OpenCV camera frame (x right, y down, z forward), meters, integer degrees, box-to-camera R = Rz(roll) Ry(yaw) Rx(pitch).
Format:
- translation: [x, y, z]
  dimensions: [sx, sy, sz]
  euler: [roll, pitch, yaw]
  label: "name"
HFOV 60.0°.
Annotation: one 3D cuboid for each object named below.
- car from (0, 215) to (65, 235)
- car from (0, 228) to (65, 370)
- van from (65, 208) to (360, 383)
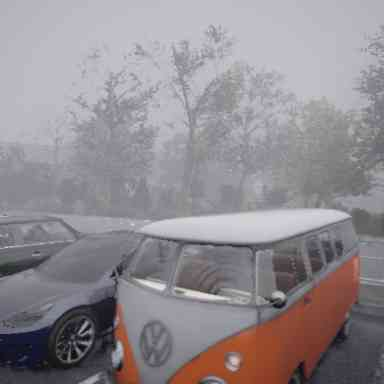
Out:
- translation: [-3.578, 1.323, 7.663]
  dimensions: [2.185, 1.767, 4.553]
  euler: [0, 0, 36]
  label: "car"
- translation: [-1.320, 1.489, 6.054]
  dimensions: [2.163, 1.488, 4.792]
  euler: [0, 0, 36]
  label: "car"
- translation: [0.890, 1.246, 4.370]
  dimensions: [1.878, 1.987, 4.442]
  euler: [0, 0, 36]
  label: "van"
